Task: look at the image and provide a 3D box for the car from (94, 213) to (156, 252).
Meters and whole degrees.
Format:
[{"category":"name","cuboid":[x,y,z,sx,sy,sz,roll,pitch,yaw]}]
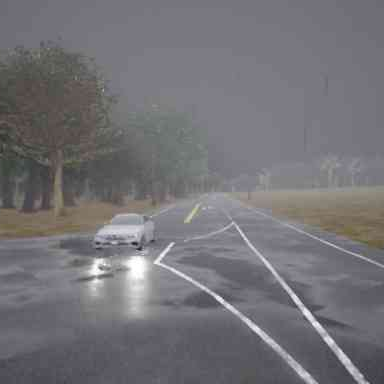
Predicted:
[{"category":"car","cuboid":[-2.700,1.646,14.424,1.812,1.442,4.674,0,-2,3]}]
